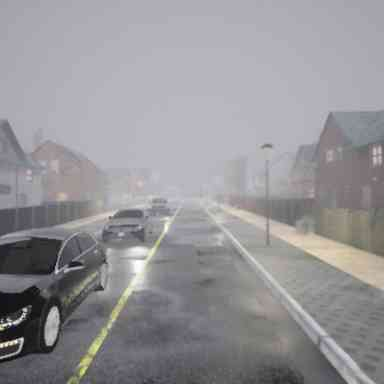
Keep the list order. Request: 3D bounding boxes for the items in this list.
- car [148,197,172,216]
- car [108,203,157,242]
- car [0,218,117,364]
[{"bbox_3d":[-3.027,1.317,31.470,2.097,1.767,4.553,0,0,0],"label":"car"},{"bbox_3d":[-2.974,1.504,16.250,1.812,1.442,4.674,0,0,0],"label":"car"},{"bbox_3d":[-2.895,1.503,6.178,1.837,1.490,4.892,0,0,-1],"label":"car"}]
